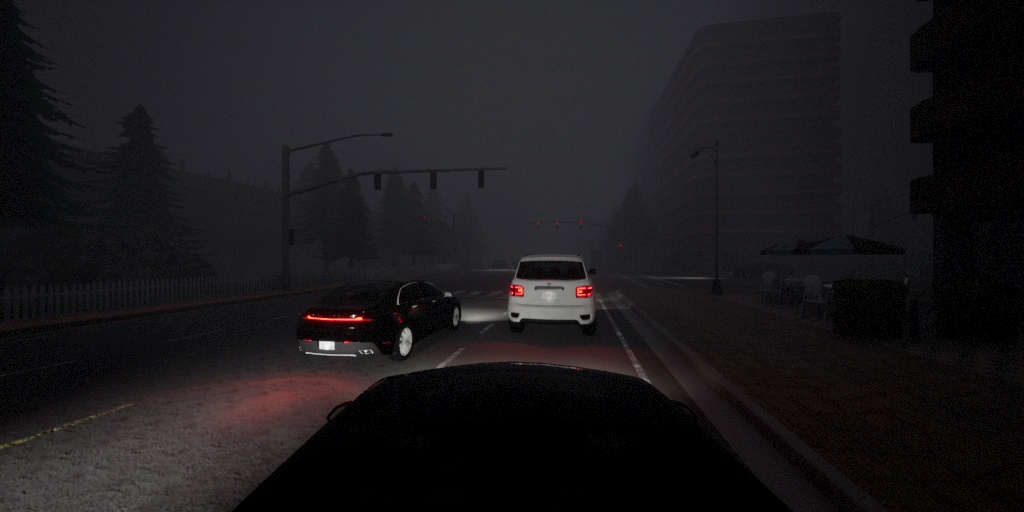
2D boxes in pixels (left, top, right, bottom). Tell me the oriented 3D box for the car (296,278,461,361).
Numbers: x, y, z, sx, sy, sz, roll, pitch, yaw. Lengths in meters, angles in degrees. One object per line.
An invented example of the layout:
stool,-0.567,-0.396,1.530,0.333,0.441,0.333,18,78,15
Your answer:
car,-2.662,1.255,8.394,1.837,1.490,4.892,0,0,10

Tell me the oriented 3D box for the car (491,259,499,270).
car,-1.834,1.252,54.219,1.837,1.490,4.892,0,1,10

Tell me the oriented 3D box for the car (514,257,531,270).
car,1.621,1.102,53.006,2.097,1.767,4.553,0,0,8

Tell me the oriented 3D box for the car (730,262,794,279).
car,22.456,1.297,32.327,4.902,1.511,2.128,0,0,10

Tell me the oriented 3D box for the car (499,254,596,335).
car,1.319,0.971,10.727,2.150,2.045,5.566,0,0,10

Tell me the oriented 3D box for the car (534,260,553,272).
car,4.188,1.301,46.942,2.033,1.411,5.357,0,0,10

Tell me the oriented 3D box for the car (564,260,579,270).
car,8.742,1.313,52.638,1.994,1.385,4.181,0,0,10
